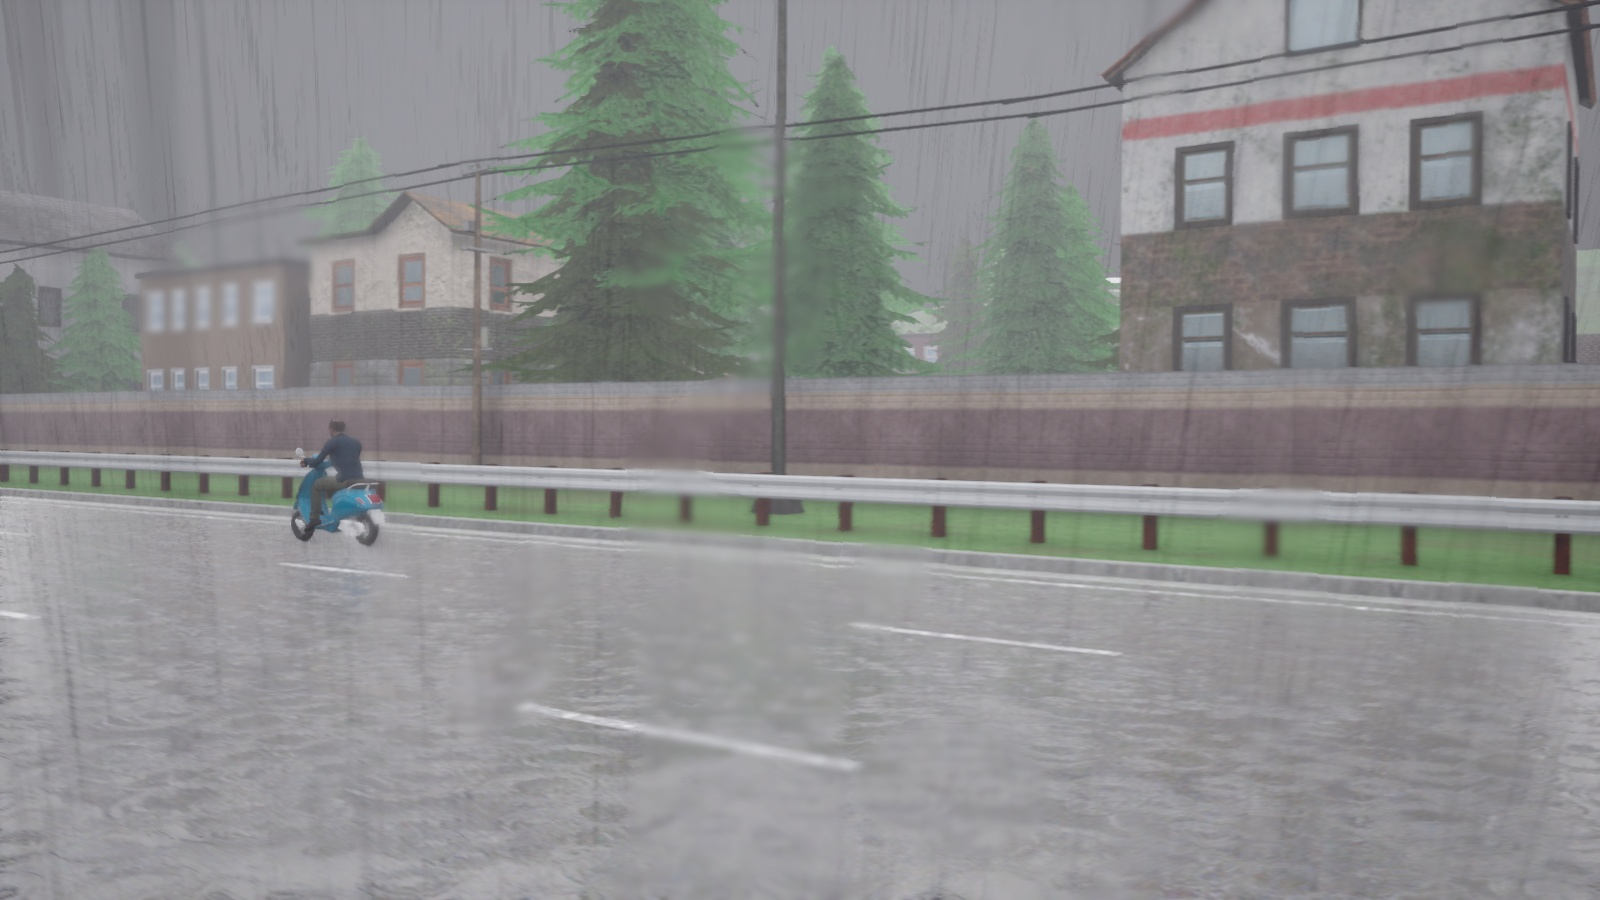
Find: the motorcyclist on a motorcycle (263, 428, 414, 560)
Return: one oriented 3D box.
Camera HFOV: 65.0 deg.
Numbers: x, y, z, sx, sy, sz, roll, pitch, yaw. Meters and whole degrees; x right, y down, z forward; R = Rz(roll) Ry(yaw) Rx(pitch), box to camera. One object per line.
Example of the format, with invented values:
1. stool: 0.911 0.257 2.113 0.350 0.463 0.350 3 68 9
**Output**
1. motorcyclist on a motorcycle: -5.854 0.521 15.915 1.817 1.590 0.866 0 1 34
